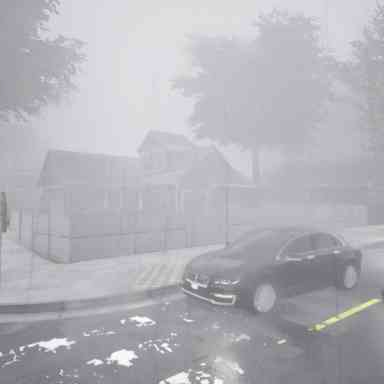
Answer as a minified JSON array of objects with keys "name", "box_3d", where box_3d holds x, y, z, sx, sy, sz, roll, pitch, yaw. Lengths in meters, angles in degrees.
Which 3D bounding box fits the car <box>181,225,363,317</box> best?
[{"name":"car","box_3d":[2.043,1.583,7.726,4.892,1.490,1.837,1,-1,-35]}]

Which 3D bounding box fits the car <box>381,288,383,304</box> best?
[{"name":"car","box_3d":[5.862,1.618,6.919,5.357,1.411,2.033,1,-1,-39]}]
